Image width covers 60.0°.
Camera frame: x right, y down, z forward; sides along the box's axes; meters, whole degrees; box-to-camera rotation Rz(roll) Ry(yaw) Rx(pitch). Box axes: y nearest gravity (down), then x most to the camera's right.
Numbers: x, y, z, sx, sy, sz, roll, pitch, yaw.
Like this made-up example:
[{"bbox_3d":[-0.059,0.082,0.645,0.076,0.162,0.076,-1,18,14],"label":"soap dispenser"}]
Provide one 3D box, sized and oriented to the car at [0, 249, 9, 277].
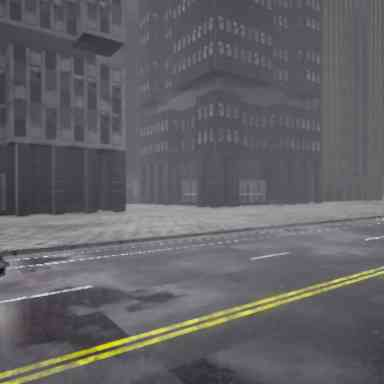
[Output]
[{"bbox_3d":[-6.841,1.555,6.781,5.357,1.411,2.033,0,0,-36],"label":"car"}]
